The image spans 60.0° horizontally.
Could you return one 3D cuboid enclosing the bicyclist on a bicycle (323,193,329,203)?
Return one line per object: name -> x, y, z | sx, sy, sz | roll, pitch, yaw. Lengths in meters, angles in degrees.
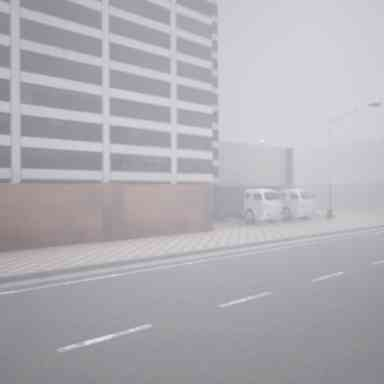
bicyclist on a bicycle -> 20.600, 0.923, 50.910 | 1.656, 1.620, 0.582 | -1, 0, -36
